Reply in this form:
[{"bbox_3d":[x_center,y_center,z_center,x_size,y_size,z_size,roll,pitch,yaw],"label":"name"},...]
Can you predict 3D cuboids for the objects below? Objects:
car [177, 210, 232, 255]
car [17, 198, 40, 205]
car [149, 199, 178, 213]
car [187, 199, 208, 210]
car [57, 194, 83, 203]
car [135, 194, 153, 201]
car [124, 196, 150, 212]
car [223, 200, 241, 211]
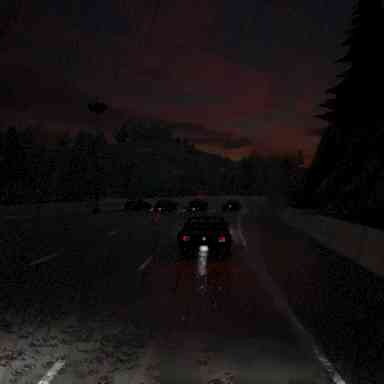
[{"bbox_3d":[0.590,1.635,13.551,1.895,1.301,4.718,0,0,4],"label":"car"},{"bbox_3d":[-19.979,1.513,42.913,1.994,1.385,4.181,0,0,12],"label":"car"},{"bbox_3d":[-2.959,1.567,38.132,1.837,1.490,4.892,0,0,12],"label":"car"},{"bbox_3d":[0.691,1.594,38.517,1.837,1.490,4.892,0,0,12],"label":"car"},{"bbox_3d":[-16.330,1.197,43.331,2.150,2.045,5.566,0,0,12],"label":"car"},{"bbox_3d":[-11.649,1.311,81.242,2.033,1.411,5.357,0,0,22],"label":"car"},{"bbox_3d":[-6.321,1.531,39.139,2.128,1.511,4.902,0,0,12],"label":"car"},{"bbox_3d":[5.110,1.692,42.202,1.994,1.385,4.181,0,0,13],"label":"car"}]
